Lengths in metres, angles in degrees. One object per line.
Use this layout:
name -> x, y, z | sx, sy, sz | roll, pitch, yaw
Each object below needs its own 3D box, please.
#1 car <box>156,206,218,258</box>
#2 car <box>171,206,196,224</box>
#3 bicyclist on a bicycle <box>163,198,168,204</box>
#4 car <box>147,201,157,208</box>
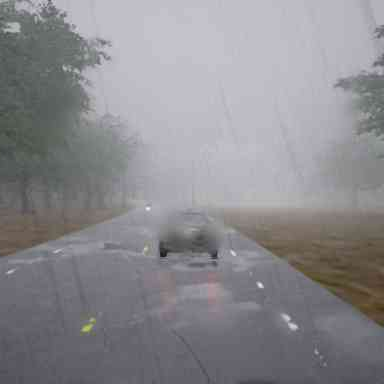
car -> -0.154, 1.483, 13.472 | 2.097, 1.767, 4.553 | 0, -1, -1
car -> -0.782, 1.893, 28.375 | 1.895, 1.301, 4.718 | 0, -1, -3
bicyclist on a bicycle -> -6.600, 2.420, 86.893 | 0.582, 1.620, 1.656 | 0, -1, -10
car -> -7.761, 2.343, 64.896 | 1.895, 1.301, 4.718 | 0, -1, -7
